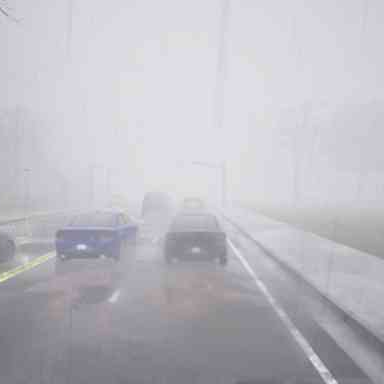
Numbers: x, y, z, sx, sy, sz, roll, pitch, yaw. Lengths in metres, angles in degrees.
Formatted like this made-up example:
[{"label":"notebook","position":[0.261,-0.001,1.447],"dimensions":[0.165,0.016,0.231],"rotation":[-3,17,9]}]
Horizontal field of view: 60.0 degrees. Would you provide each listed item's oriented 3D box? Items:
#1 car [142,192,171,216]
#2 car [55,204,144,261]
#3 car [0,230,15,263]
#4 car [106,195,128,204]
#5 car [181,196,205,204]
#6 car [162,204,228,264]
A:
[{"label":"car","position":[-3.137,1.043,29.834],"dimensions":[2.150,2.045,5.566],"rotation":[0,0,0]},{"label":"car","position":[-3.144,1.406,11.941],"dimensions":[1.882,1.535,5.008],"rotation":[0,0,0]},{"label":"car","position":[-6.596,1.511,8.856],"dimensions":[1.994,1.385,4.181],"rotation":[0,0,0]},{"label":"car","position":[-9.730,1.161,43.260],"dimensions":[2.097,1.767,4.553],"rotation":[0,0,0]},{"label":"car","position":[0.115,1.177,29.548],"dimensions":[2.097,1.767,4.553],"rotation":[0,0,0]},{"label":"car","position":[0.108,1.408,11.539],"dimensions":[1.882,1.535,5.008],"rotation":[0,1,0]}]
